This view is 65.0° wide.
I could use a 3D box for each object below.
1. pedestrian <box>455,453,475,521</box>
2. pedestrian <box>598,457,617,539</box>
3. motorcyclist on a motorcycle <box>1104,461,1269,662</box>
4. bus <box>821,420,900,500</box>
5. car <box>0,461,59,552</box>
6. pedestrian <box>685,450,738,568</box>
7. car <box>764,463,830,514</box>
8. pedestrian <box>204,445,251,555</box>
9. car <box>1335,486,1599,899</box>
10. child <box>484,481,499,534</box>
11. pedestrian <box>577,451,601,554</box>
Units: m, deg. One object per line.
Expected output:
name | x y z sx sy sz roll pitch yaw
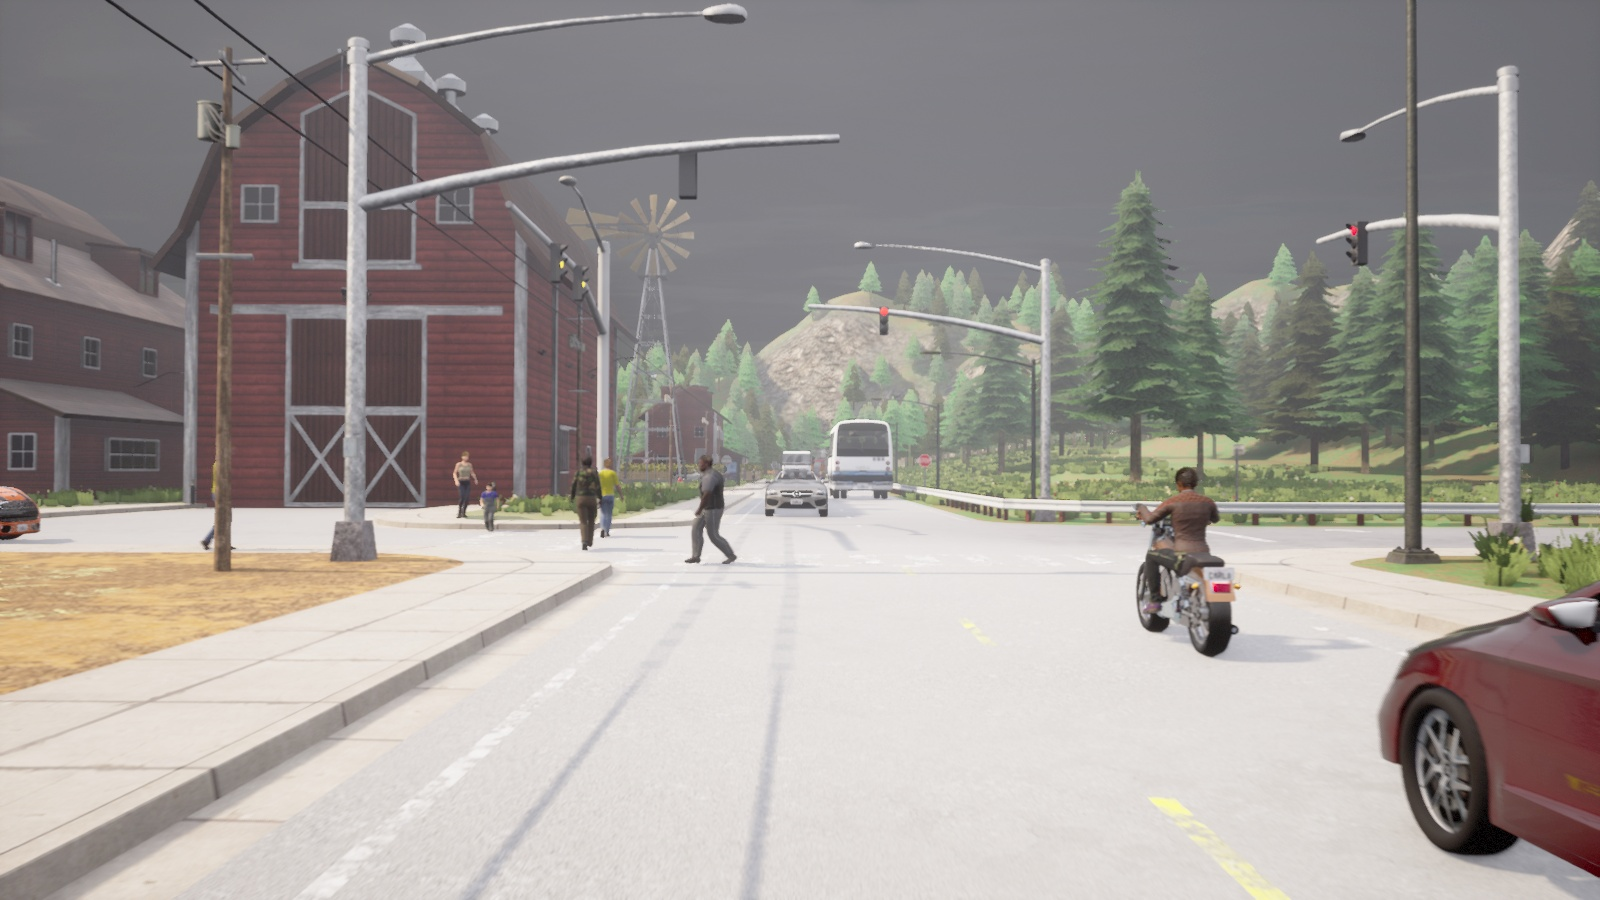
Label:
pedestrian | -9.108 1.009 34.175 0.345 1.836 0.594 0 -1 -35
pedestrian | -4.370 1.074 28.489 0.354 1.836 0.706 0 -1 -4
motorcyclist on a motorcycle | 3.472 0.940 11.526 0.766 1.649 2.350 0 -1 0
bus | 3.318 0.608 72.196 3.944 4.253 10.273 0 -1 0
car | -17.846 1.128 25.310 4.553 1.767 2.097 0 -1 -1
pedestrian | -1.432 0.948 20.410 0.849 1.883 0.563 0 -1 -2
car | -0.108 1.316 44.099 2.152 1.651 5.027 0 -1 0
pedestrian | -9.695 0.837 21.272 0.706 1.836 0.354 0 -1 -24
car | 3.490 0.878 3.938 1.816 1.474 4.193 0 -1 0
child | -7.516 1.401 30.582 0.270 1.263 0.437 0 -1 -4
pedestrian | -4.033 0.999 23.979 0.395 1.930 0.692 0 -1 -5
